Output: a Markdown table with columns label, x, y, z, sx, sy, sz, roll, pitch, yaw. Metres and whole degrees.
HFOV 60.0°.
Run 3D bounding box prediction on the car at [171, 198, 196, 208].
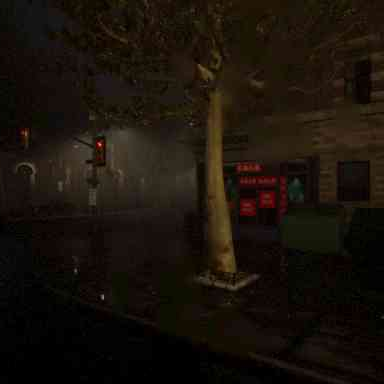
| label | x | y | z | sx | sy | sz | roll | pitch | yaw |
| --- | --- | --- | --- | --- | --- | --- | --- | --- | --- |
| car | -1.394 | 1.543 | 48.297 | 2.033 | 1.411 | 5.357 | 0 | 0 | 36 |

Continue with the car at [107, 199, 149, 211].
| label | x | y | z | sx | sy | sz | roll | pitch | yaw |
| --- | --- | --- | --- | --- | --- | --- | --- | --- | --- |
| car | -7.466 | 1.596 | 40.018 | 1.895 | 1.301 | 4.718 | 0 | 0 | 36 |

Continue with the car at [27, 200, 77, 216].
| label | x | y | z | sx | sy | sz | roll | pitch | yaw |
| --- | --- | --- | --- | --- | --- | --- | --- | --- | --- |
| car | -13.359 | 1.521 | 31.940 | 1.812 | 1.442 | 4.674 | 0 | 0 | 36 |

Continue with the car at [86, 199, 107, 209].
| label | x | y | z | sx | sy | sz | roll | pitch | yaw |
| --- | --- | --- | --- | --- | --- | --- | --- | --- | --- |
| car | -11.944 | 1.589 | 45.158 | 1.895 | 1.301 | 4.718 | 0 | 0 | 36 |
